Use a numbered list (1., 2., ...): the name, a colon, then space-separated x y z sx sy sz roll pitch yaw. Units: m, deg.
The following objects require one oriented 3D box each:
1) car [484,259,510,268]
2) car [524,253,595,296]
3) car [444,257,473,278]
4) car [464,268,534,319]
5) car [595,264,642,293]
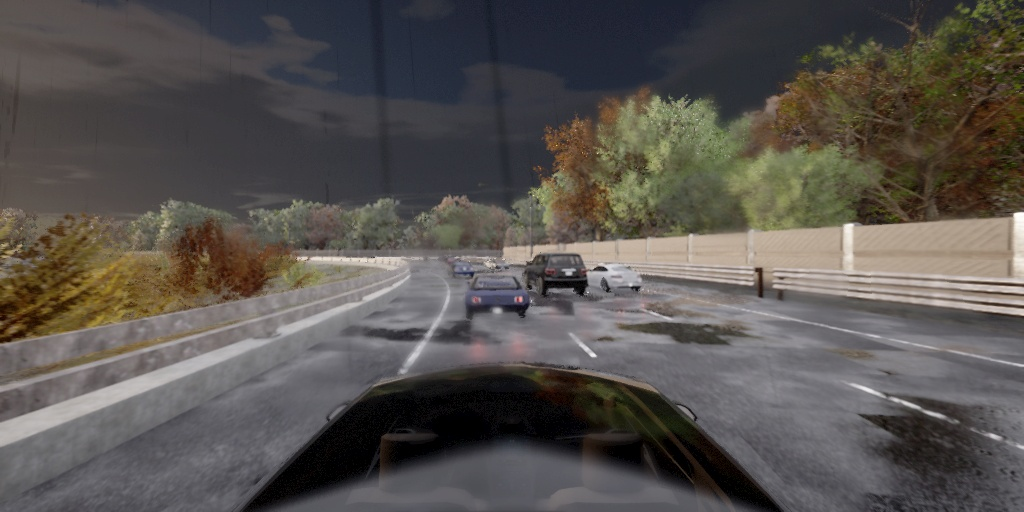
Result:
1. car: -1.966 1.069 44.719 1.895 1.301 4.718 0 0 -22
2. car: 2.083 0.851 18.528 2.150 2.045 5.566 0 0 -9
3. car: -4.634 1.111 31.892 2.033 1.411 5.357 0 0 -17
4. car: -0.622 1.280 12.561 1.895 1.301 4.718 0 0 -5
5. car: 5.376 1.136 19.700 1.812 1.442 4.674 0 0 -10
